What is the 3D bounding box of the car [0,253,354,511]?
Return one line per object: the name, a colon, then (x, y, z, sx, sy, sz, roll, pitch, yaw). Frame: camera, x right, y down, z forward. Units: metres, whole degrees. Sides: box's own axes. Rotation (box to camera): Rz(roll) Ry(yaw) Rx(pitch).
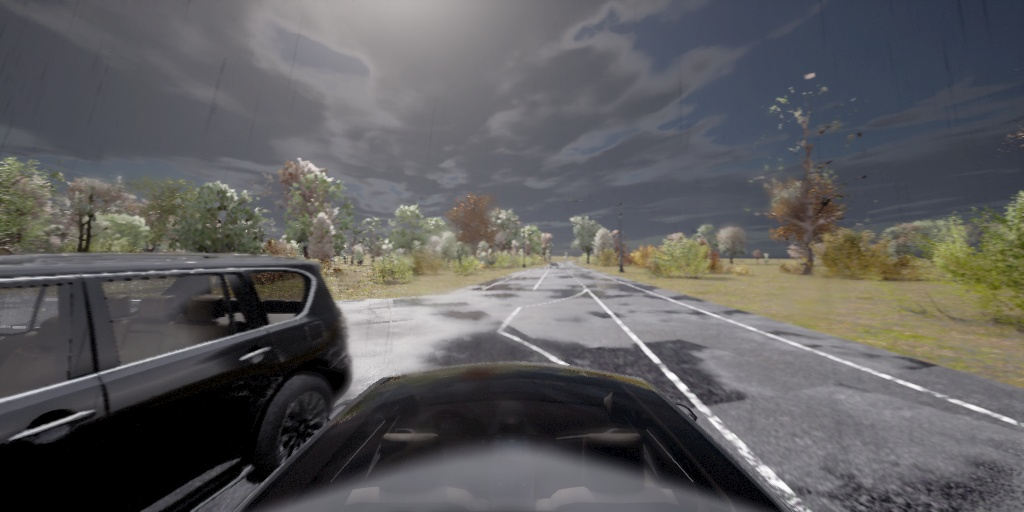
car: (-3.138, 0.996, 1.899, 2.150, 2.045, 5.566, -1, -1, 7)
